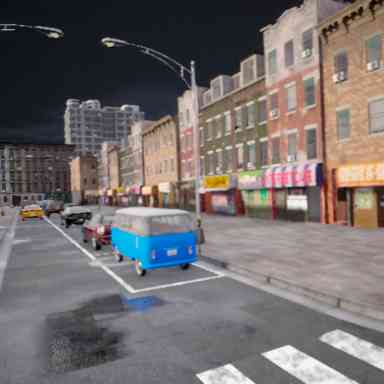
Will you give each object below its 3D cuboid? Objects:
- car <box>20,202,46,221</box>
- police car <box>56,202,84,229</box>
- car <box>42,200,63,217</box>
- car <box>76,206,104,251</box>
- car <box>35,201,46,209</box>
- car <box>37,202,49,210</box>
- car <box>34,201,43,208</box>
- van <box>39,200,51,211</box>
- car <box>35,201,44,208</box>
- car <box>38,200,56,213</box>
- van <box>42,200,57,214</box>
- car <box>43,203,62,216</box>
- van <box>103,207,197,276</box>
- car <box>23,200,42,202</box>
[{"bbox_3d":[-17.166,2.164,35.740,1.882,1.535,5.008,-2,0,-27],"label":"car"},{"bbox_3d":[-8.830,1.777,25.324,1.930,1.638,5.238,-2,0,-27],"label":"police car"},{"bbox_3d":[-16.281,1.969,39.690,2.192,1.841,5.009,-2,0,-27],"label":"car"},{"bbox_3d":[-3.852,1.591,15.299,1.967,1.590,4.097,-2,0,-27],"label":"car"},{"bbox_3d":[-33.667,2.801,73.838,1.967,1.590,4.097,-2,0,-27],"label":"car"},{"bbox_3d":[-28.771,2.688,64.233,1.752,1.417,4.829,-2,0,-27],"label":"car"},{"bbox_3d":[-38.631,3.114,83.595,2.008,1.369,4.403,-2,0,-27],"label":"car"},{"bbox_3d":[-26.217,2.399,59.203,1.690,1.788,3.998,-2,0,-27],"label":"van"},{"bbox_3d":[-36.225,2.990,78.868,1.752,1.417,4.829,-2,0,-27],"label":"car"},{"bbox_3d":[-23.734,2.272,54.324,2.192,1.841,5.009,-2,0,-27],"label":"car"},{"bbox_3d":[-21.248,2.197,49.446,1.690,1.788,3.998,-2,0,-27],"label":"van"},{"bbox_3d":[-18.755,2.306,44.568,2.008,1.369,4.403,-2,0,-27],"label":"car"},{"bbox_3d":[-1.372,1.394,10.421,1.690,1.788,3.998,-2,0,-27],"label":"van"},{"bbox_3d":[-22.515,2.125,46.156,2.150,2.045,5.566,-2,0,-27],"label":"car"}]
